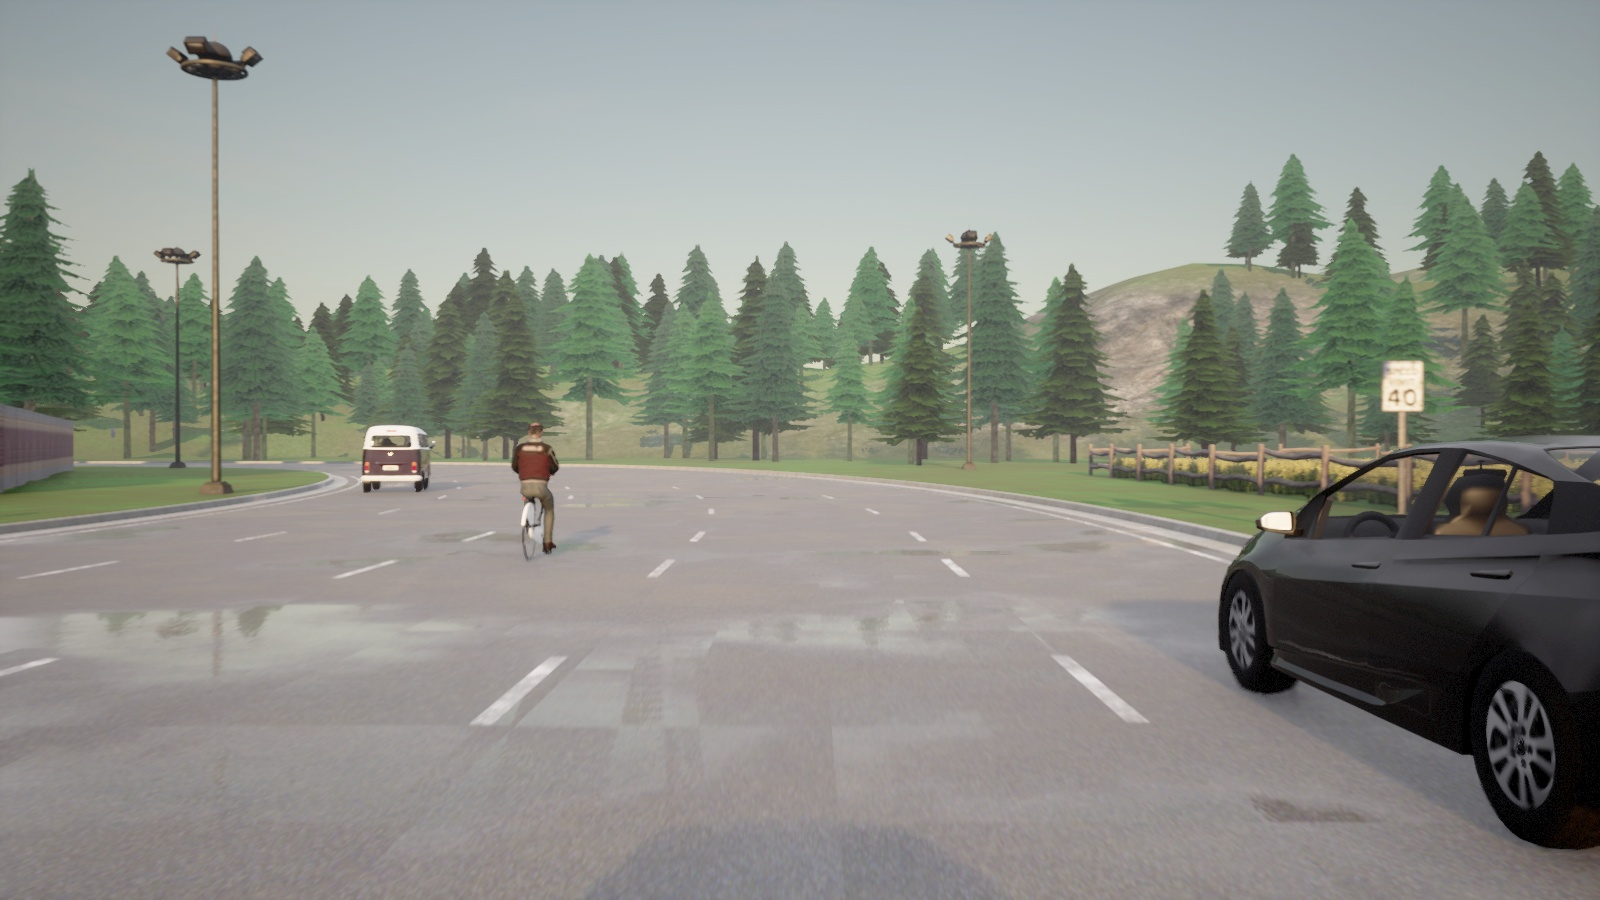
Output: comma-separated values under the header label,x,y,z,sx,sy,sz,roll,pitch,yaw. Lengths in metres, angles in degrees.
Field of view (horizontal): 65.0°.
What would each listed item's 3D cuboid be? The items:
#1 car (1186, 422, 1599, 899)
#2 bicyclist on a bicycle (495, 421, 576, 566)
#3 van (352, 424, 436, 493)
label,x,y,z,sx,sy,sz,roll,pitch,yaw
car,3.550,0.662,6.047,2.007,1.525,4.514,0,0,0
bicyclist on a bicycle,-3.393,0.523,16.256,0.659,1.776,1.843,0,1,0
van,-12.657,0.238,39.388,2.069,2.038,4.480,0,0,-12
